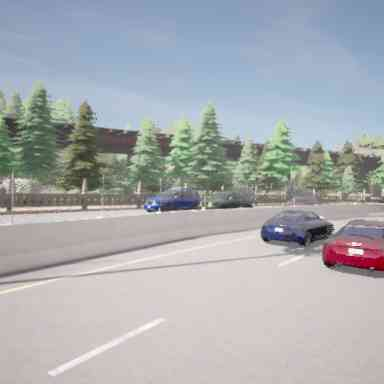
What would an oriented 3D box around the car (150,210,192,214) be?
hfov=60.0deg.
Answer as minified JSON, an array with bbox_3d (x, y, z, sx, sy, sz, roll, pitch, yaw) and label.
[{"bbox_3d":[-1.541,0.870,28.958,2.150,2.045,5.566,2,1,44],"label":"car"}]

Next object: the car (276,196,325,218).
[{"bbox_3d":[9.812,1.247,29.988,4.553,1.767,2.097,1,1,-40],"label":"car"}]

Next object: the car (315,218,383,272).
[{"bbox_3d":[5.656,1.572,10.470,1.994,1.385,4.181,2,1,39],"label":"car"}]

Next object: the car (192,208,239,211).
[{"bbox_3d":[2.967,0.977,28.510,5.566,2.045,2.150,1,1,-44],"label":"car"}]

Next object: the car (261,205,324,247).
[{"bbox_3d":[4.824,1.506,14.924,1.994,1.385,4.181,2,1,40],"label":"car"}]
